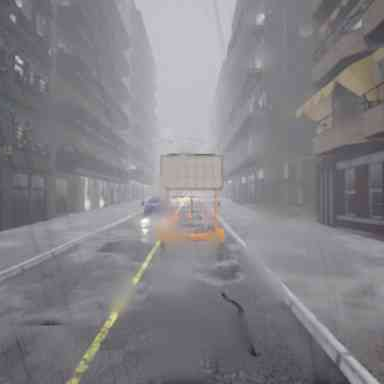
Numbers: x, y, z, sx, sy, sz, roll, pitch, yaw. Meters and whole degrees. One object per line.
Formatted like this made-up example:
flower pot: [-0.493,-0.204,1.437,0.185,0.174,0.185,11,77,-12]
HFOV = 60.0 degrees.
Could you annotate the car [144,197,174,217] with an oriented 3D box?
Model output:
car: [-2.847,1.152,27.777,1.882,1.535,5.008,0,1,0]

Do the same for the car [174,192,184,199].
car: [-2.748,0.715,69.073,1.812,1.442,4.674,0,1,0]

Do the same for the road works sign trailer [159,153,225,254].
road works sign trailer: [-0.007,0.314,12.795,2.380,3.560,2.880,0,1,0]
